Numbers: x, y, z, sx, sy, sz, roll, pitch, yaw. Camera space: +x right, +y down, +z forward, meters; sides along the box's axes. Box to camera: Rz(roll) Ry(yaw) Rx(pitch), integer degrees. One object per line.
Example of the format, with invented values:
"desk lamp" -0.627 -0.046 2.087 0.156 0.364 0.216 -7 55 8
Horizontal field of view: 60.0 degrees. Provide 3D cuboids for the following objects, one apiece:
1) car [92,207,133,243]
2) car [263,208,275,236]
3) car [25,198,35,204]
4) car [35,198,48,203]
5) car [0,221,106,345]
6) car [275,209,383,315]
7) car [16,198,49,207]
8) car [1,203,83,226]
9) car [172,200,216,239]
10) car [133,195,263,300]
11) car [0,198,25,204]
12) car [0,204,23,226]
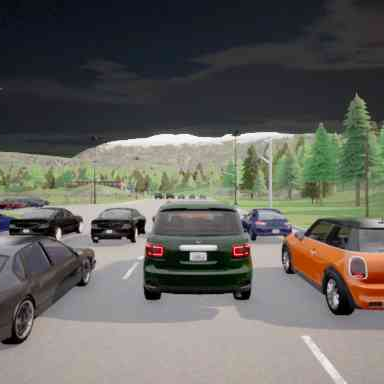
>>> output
"car" -3.391 1.478 16.132 1.882 1.535 5.008 0 0 0
"car" 3.612 1.526 16.603 1.812 1.442 4.674 0 0 0
"car" -23.579 1.563 43.943 4.181 1.385 1.994 0 0 -3
"car" -23.414 1.547 47.415 5.357 1.411 2.033 0 0 -2
"car" -3.399 1.547 6.305 2.033 1.411 5.357 0 0 0
"car" 3.601 1.352 7.703 2.097 1.767 4.553 0 0 0
"car" -24.377 1.563 50.921 4.181 1.385 1.994 0 0 -3
"car" -6.890 1.478 16.303 1.882 1.535 5.008 0 0 0
"car" 0.111 1.352 18.024 2.097 1.767 4.553 0 0 0
"car" 0.108 1.221 8.502 2.150 2.045 5.566 0 0 0
"car" -23.394 1.601 40.399 4.718 1.301 1.895 0 0 -2
"car" -10.390 1.526 16.334 1.812 1.442 4.674 0 0 0
